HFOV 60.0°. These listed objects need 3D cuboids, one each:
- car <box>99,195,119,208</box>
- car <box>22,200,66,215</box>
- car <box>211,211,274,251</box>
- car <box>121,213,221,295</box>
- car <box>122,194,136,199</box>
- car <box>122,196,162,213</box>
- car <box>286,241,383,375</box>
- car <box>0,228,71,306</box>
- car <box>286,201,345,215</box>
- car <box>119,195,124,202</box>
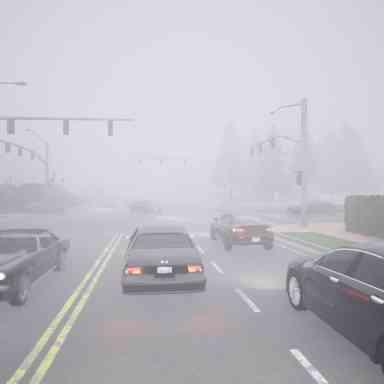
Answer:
[{"bbox_3d":[-12.384,1.491,48.762,2.128,1.511,4.902,0,0,-6],"label":"car"},{"bbox_3d":[-15.308,1.564,34.594,4.181,1.385,1.994,0,0,-42],"label":"car"},{"bbox_3d":[2.005,1.526,14.158,1.812,1.442,4.674,0,0,-7],"label":"car"},{"bbox_3d":[-0.838,1.547,8.896,2.033,1.411,5.357,0,0,-7],"label":"car"},{"bbox_3d":[-9.052,1.526,50.486,1.812,1.442,4.674,0,0,-6],"label":"car"},{"bbox_3d":[-4.863,1.489,33.806,2.128,1.511,4.902,0,0,-35],"label":"car"},{"bbox_3d":[2.980,1.505,4.964,1.837,1.490,4.892,0,0,-5],"label":"car"},{"bbox_3d":[-4.415,1.601,8.023,1.895,1.301,4.718,0,0,-7],"label":"car"},{"bbox_3d":[12.062,1.547,32.511,5.357,1.411,2.033,0,0,-5],"label":"car"},{"bbox_3d":[-14.404,1.352,68.131,2.097,1.767,4.553,0,0,-6],"label":"car"}]
